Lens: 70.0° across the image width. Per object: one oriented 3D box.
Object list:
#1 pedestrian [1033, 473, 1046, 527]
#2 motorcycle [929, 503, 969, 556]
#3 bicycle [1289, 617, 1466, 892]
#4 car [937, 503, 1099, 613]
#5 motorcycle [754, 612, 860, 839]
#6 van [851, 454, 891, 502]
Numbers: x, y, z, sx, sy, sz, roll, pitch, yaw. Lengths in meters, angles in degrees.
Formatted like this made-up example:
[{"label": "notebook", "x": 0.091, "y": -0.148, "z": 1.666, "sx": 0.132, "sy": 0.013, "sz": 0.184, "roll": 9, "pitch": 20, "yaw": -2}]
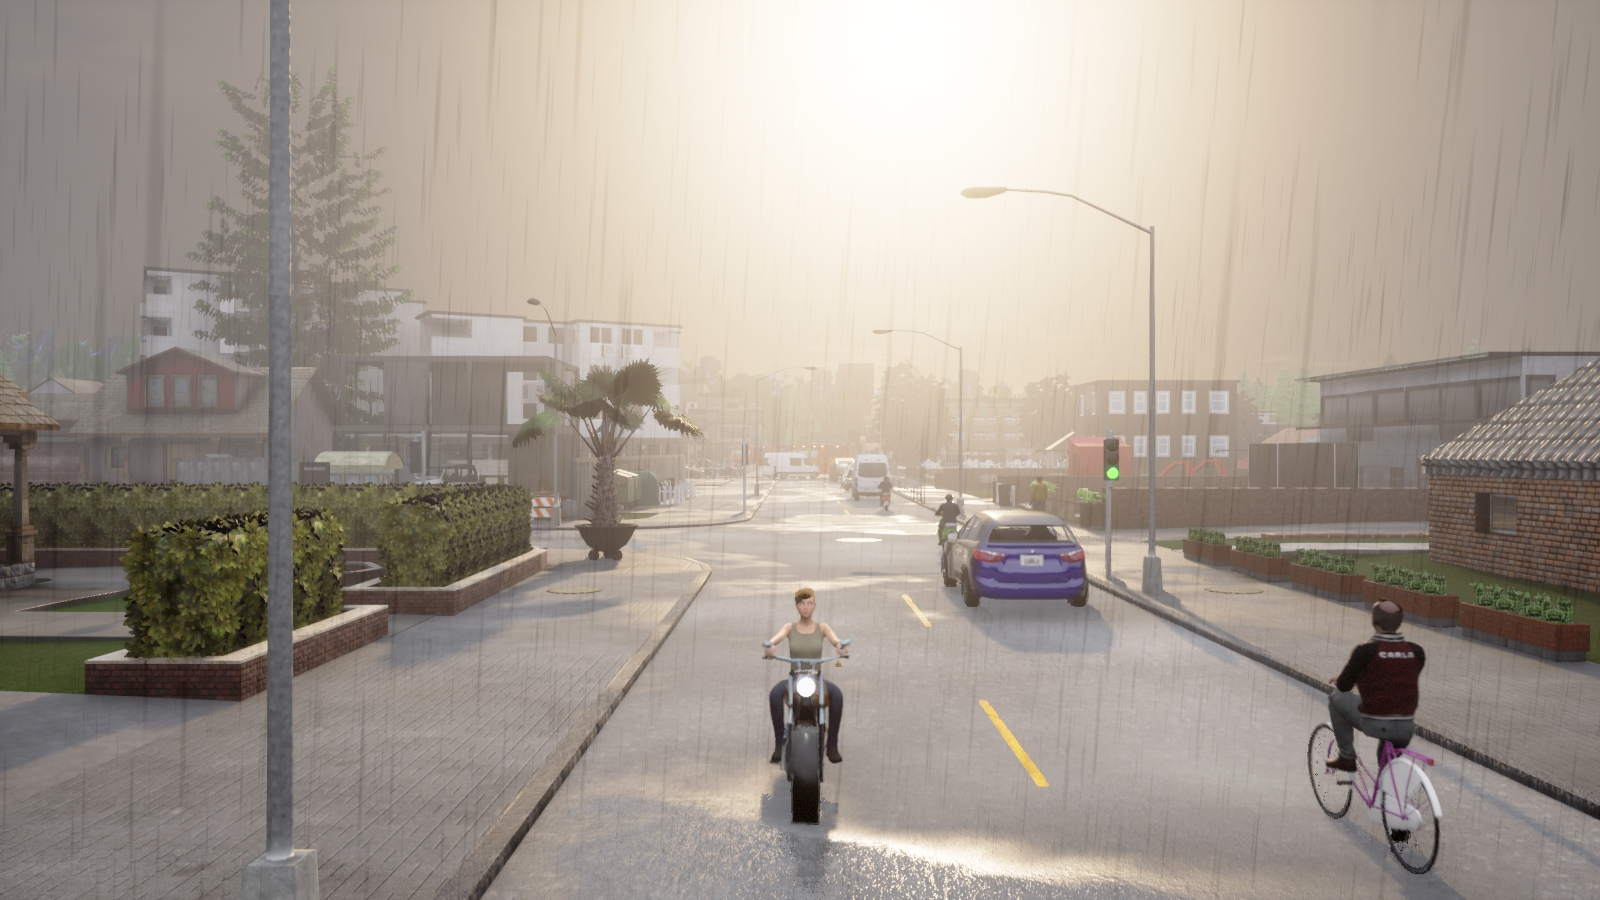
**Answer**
[{"label": "pedestrian", "x": 8.328, "y": 1.744, "z": 39.728, "sx": 0.375, "sy": 1.860, "sz": 0.375, "roll": 0, "pitch": 0, "yaw": -3}, {"label": "motorcycle", "x": 4.026, "y": 2.142, "z": 31.055, "sx": 0.856, "sy": 1.316, "sz": 1.805, "roll": 0, "pitch": 0, "yaw": 0}, {"label": "bicycle", "x": 4.046, "y": 2.060, "z": 8.144, "sx": 0.329, "sy": 1.471, "sz": 1.835, "roll": 0, "pitch": 0, "yaw": 0}, {"label": "car", "x": 4.028, "y": 1.968, "z": 21.956, "sx": 2.242, "sy": 1.667, "sz": 4.611, "roll": 0, "pitch": 0, "yaw": 0}, {"label": "motorcycle", "x": 0.058, "y": 2.155, "z": 9.427, "sx": 0.764, "sy": 1.307, "sz": 2.356, "roll": 0, "pitch": 0, "yaw": 0}, {"label": "van", "x": 4.009, "y": 1.535, "z": 65.379, "sx": 1.988, "sy": 2.561, "sz": 5.915, "roll": 0, "pitch": 0, "yaw": 1}]
